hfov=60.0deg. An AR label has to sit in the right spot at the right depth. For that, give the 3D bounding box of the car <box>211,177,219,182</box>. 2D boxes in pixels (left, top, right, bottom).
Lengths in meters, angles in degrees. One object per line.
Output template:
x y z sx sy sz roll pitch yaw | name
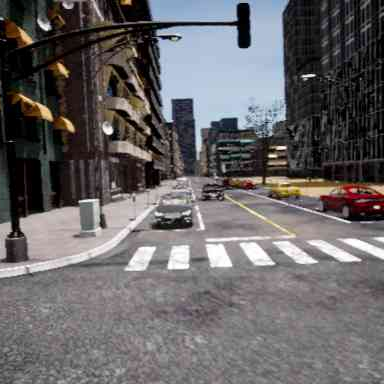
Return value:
6.453 -3.582 93.378 1.752 1.417 4.829 -2 3 -1 | car

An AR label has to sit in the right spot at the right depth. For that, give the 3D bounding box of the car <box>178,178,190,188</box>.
-1.459 -1.640 59.955 1.967 1.590 4.097 -2 3 -1 | car

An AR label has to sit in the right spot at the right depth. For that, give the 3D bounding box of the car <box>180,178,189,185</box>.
-1.686 -2.368 76.535 2.008 1.369 4.403 -2 3 -1 | car

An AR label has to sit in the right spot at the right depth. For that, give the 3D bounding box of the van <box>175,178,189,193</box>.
-1.231 -0.894 43.375 1.690 1.788 3.998 -2 3 -1 | van

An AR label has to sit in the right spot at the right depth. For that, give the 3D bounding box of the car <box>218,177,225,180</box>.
6.841 -2.163 65.584 1.887 1.381 4.507 -2 3 -1 | car

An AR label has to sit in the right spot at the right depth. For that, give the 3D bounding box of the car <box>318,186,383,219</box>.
7.536 0.381 15.860 1.887 1.381 4.507 -2 3 -1 | car

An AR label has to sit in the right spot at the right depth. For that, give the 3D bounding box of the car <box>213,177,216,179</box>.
6.683 -2.825 76.628 1.967 1.590 4.097 -2 3 -1 | car

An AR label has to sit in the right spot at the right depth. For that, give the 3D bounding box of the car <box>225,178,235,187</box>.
6.992 -1.629 54.703 1.752 1.417 4.829 -2 3 -1 | car

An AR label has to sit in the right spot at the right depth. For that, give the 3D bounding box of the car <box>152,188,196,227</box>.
-0.836 0.734 15.761 2.008 1.369 4.403 -2 3 -1 | car

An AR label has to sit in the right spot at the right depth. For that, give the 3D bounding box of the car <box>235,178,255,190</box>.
7.151 -1.000 43.485 1.802 1.307 4.206 -2 3 -1 | car

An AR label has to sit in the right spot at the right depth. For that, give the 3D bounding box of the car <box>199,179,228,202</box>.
1.671 -0.054 28.496 1.837 1.490 4.892 -2 3 -1 | car

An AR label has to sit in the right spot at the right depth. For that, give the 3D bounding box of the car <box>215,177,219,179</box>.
6.764 -2.436 71.109 2.008 1.369 4.403 -2 3 -1 | car

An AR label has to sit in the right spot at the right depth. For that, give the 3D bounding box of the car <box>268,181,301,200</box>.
7.378 -0.216 27.078 1.752 1.417 4.829 -2 3 -1 | car

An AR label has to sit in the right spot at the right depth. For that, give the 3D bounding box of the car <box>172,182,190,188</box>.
-0.991 0.164 26.811 2.008 1.369 4.403 -2 3 -1 | car

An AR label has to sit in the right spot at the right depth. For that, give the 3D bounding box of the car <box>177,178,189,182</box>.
-1.150 -0.512 37.855 1.967 1.590 4.097 -2 3 -1 | car
